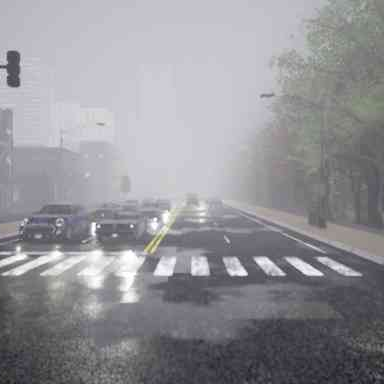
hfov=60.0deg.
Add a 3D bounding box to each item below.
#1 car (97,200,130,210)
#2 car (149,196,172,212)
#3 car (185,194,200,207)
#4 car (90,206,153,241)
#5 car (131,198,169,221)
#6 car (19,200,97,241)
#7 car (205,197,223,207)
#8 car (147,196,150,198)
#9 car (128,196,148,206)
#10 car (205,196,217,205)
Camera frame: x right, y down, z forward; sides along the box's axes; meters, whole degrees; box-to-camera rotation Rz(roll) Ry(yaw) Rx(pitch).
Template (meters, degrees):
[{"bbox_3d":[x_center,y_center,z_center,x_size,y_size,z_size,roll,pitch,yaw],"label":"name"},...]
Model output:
[{"bbox_3d":[-6.583,1.524,26.570,1.994,1.385,4.181,0,0,0],"label":"car"},{"bbox_3d":[-3.300,1.433,37.632,2.128,1.511,4.902,0,0,0],"label":"car"},{"bbox_3d":[0.122,1.431,48.600,1.837,1.490,4.892,0,0,0],"label":"car"},{"bbox_3d":[-3.340,1.576,16.642,1.895,1.301,4.718,0,0,0],"label":"car"},{"bbox_3d":[-3.329,1.506,27.331,2.033,1.411,5.357,0,0,0],"label":"car"},{"bbox_3d":[-6.612,1.327,16.603,2.097,1.767,4.553,0,0,1],"label":"car"},{"bbox_3d":[3.382,1.418,48.118,2.128,1.511,4.902,0,0,0],"label":"car"},{"bbox_3d":[-6.487,1.416,50.207,2.128,1.511,4.902,0,0,0],"label":"car"},{"bbox_3d":[-6.557,1.492,36.887,2.033,1.411,5.357,0,0,0],"label":"car"},{"bbox_3d":[3.286,1.474,58.208,1.994,1.385,4.181,0,0,0],"label":"car"}]
